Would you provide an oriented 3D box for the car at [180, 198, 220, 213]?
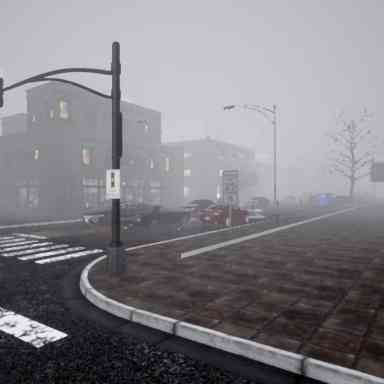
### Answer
[{"bbox_3d":[0.878,1.355,34.314,2.008,1.369,4.403,0,1,35],"label":"car"}]

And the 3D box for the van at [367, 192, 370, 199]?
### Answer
[{"bbox_3d":[36.020,0.805,70.490,1.690,1.788,3.998,0,1,35],"label":"van"}]

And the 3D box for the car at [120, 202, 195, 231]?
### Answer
[{"bbox_3d":[-2.046,1.488,19.774,1.895,1.301,4.718,0,0,34],"label":"car"}]

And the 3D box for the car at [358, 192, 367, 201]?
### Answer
[{"bbox_3d":[32.882,0.939,65.942,1.967,1.590,4.097,0,1,35],"label":"car"}]

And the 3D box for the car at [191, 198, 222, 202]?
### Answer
[{"bbox_3d":[0.701,1.353,29.499,1.812,1.442,4.674,0,0,35],"label":"car"}]

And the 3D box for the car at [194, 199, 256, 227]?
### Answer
[{"bbox_3d":[2.175,1.403,21.436,1.887,1.381,4.507,0,1,35],"label":"car"}]

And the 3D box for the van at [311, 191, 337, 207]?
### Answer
[{"bbox_3d":[17.191,1.021,43.198,1.690,1.788,3.998,0,1,35],"label":"van"}]

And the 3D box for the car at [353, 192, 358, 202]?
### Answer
[{"bbox_3d":[26.605,1.116,56.846,1.887,1.381,4.507,0,1,35],"label":"car"}]

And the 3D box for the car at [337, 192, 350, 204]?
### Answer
[{"bbox_3d":[23.467,1.173,52.297,1.947,1.339,4.313,0,1,35],"label":"car"}]

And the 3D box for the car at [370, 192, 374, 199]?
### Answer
[{"bbox_3d":[39.158,0.973,75.040,1.887,1.381,4.507,0,1,35],"label":"car"}]

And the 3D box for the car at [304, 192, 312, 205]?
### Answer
[{"bbox_3d":[19.100,1.114,50.558,1.882,1.535,5.008,0,0,34],"label":"car"}]

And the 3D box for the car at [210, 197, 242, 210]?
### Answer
[{"bbox_3d":[4.016,1.333,38.862,1.947,1.339,4.313,0,1,35],"label":"car"}]

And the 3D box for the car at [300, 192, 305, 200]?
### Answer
[{"bbox_3d":[22.845,0.862,66.152,2.192,1.841,5.009,0,1,35],"label":"car"}]

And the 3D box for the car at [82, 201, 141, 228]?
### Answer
[{"bbox_3d":[-4.801,1.384,21.531,2.128,1.511,4.902,0,0,35],"label":"car"}]

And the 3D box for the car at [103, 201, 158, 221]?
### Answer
[{"bbox_3d":[-4.723,1.452,26.195,1.802,1.307,4.206,0,1,35],"label":"car"}]

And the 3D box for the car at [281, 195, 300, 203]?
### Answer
[{"bbox_3d":[16.569,1.201,57.056,1.802,1.307,4.206,0,1,35],"label":"car"}]

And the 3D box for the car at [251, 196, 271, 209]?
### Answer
[{"bbox_3d":[7.966,1.267,40.009,1.812,1.442,4.674,0,0,35],"label":"car"}]
